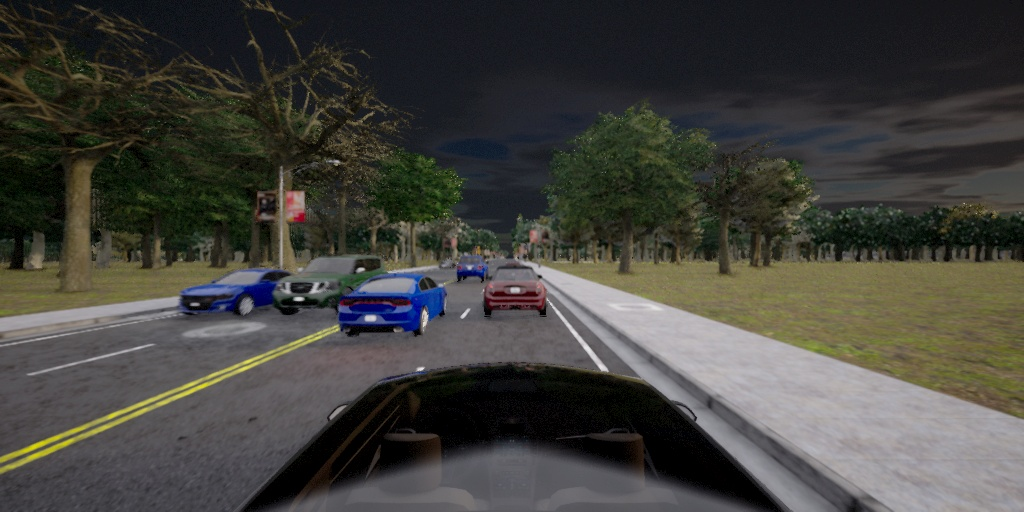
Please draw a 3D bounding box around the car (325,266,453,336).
[{"bbox_3d":[-3.147,1.233,10.455,1.882,1.535,5.008,0,0,0],"label":"car"}]

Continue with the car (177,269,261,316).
[{"bbox_3d":[-9.846,1.236,13.640,1.882,1.535,5.008,0,0,0],"label":"car"}]

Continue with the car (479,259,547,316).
[{"bbox_3d":[0.104,1.110,13.529,2.097,1.767,4.553,0,0,0],"label":"car"}]

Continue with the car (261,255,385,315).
[{"bbox_3d":[-6.597,0.979,13.865,2.150,2.045,5.566,0,0,0],"label":"car"}]

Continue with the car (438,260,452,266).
[{"bbox_3d":[-9.797,1.283,54.099,2.128,1.511,4.902,0,0,0],"label":"car"}]

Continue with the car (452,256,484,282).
[{"bbox_3d":[-3.138,0.990,29.220,2.150,2.045,5.566,0,0,0],"label":"car"}]
